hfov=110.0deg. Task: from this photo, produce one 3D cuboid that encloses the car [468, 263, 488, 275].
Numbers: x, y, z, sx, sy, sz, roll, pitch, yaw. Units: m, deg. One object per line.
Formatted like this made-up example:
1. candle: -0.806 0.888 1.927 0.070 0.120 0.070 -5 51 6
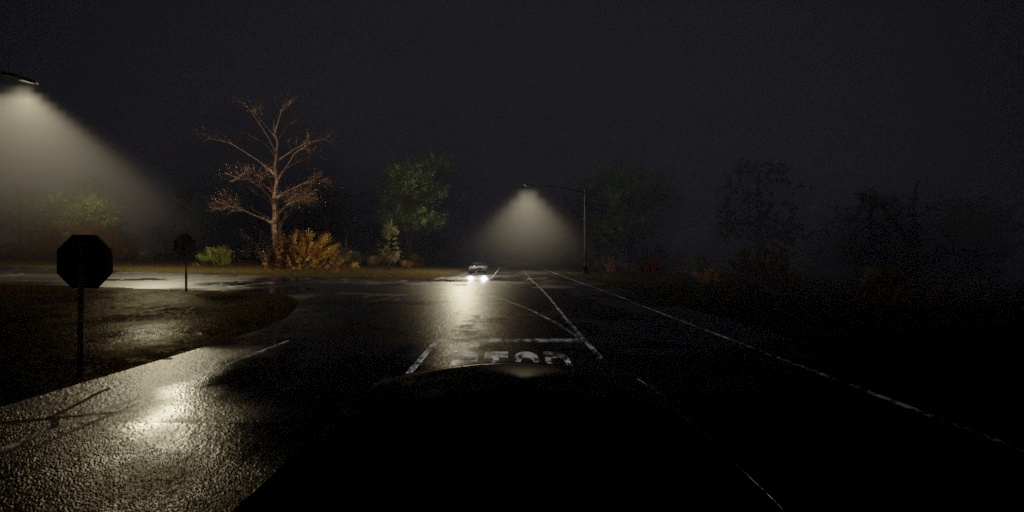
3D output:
1. car: -3.651 1.376 38.861 1.895 1.301 4.718 0 0 0
